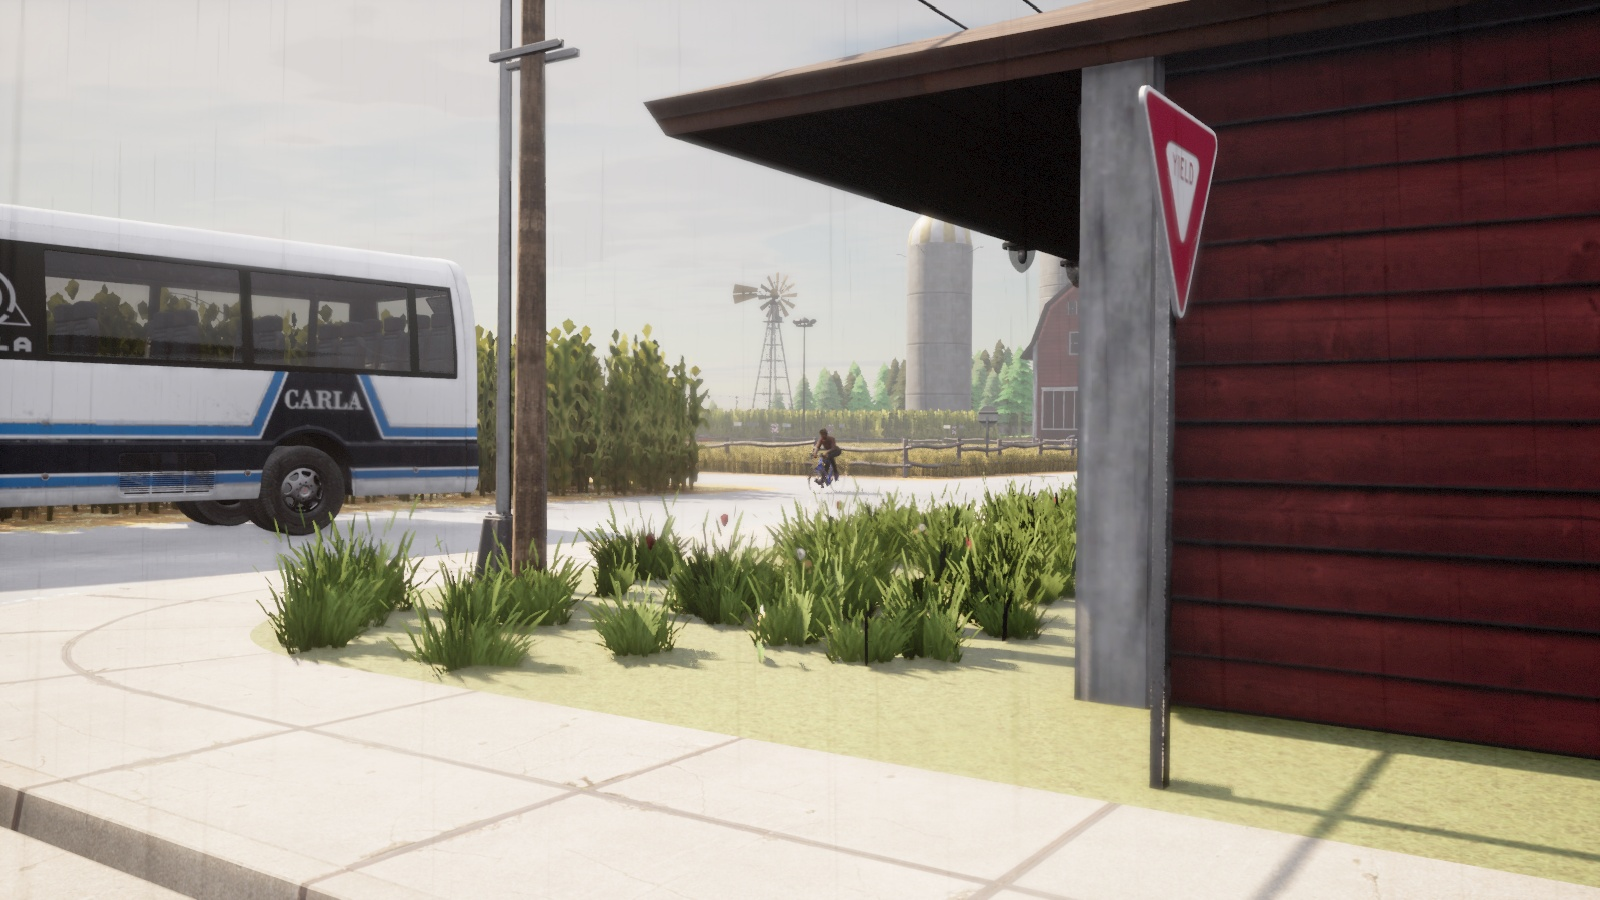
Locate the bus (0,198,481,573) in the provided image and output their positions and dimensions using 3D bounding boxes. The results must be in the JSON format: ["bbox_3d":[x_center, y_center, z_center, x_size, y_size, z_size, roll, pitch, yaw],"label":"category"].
[{"bbox_3d":[-9.744,-0.756,16.508,3.944,4.253,10.273,0,1,41],"label":"bus"}]

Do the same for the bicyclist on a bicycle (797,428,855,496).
[{"bbox_3d":[0.656,0.280,31.098,0.582,1.620,1.656,0,1,34],"label":"bicyclist on a bicycle"}]
